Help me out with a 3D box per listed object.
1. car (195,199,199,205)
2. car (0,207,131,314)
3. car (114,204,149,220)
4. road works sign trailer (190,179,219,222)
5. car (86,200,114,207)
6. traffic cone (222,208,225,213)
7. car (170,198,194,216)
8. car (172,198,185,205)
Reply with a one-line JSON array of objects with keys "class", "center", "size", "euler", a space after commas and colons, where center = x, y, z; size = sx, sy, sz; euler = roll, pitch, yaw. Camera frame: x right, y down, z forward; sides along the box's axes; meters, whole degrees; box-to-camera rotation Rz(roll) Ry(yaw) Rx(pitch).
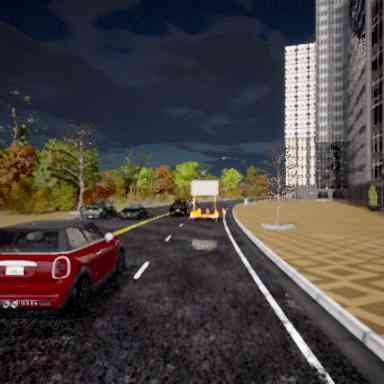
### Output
[{"class": "car", "center": [0.340, 2.061, 70.629], "size": [2.128, 1.511, 4.902], "euler": [0, 0, 10]}, {"class": "car", "center": [-3.031, 1.404, 7.892], "size": [2.097, 1.767, 4.553], "euler": [0, -1, 1]}, {"class": "car", "center": [-5.275, 1.786, 30.467], "size": [1.994, 1.385, 4.181], "euler": [0, 0, 5]}, {"class": "road works sign trailer", "center": [1.115, 0.697, 28.724], "size": [2.380, 3.560, 2.880], "euler": [0, 0, 5]}, {"class": "car", "center": [-8.512, 1.562, 30.718], "size": [2.097, 1.767, 4.553], "euler": [0, 0, 5]}, {"class": "traffic cone", "center": [3.934, 2.300, 41.504], "size": [0.340, 0.580, 0.340], "euler": [0, 0, 5]}, {"class": "car", "center": [-1.237, 1.767, 37.129], "size": [1.882, 1.535, 5.008], "euler": [0, 0, 6]}, {"class": "car", "center": [-2.844, 2.024, 71.280], "size": [1.837, 1.490, 4.892], "euler": [0, 0, 10]}]
